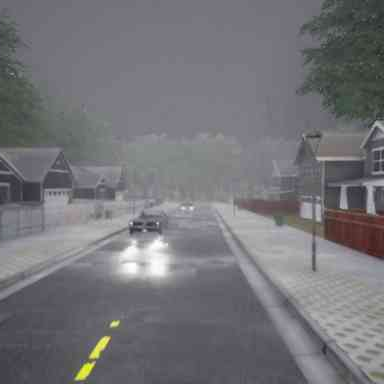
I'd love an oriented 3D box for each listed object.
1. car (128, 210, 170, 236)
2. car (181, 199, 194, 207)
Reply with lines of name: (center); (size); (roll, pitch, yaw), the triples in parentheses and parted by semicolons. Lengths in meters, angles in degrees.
car: (-2.431, 1.755, 19.758); (1.895, 1.301, 4.718); (0, 0, 2)
car: (-0.780, 1.981, 60.880); (1.837, 1.490, 4.892); (0, 0, 3)
